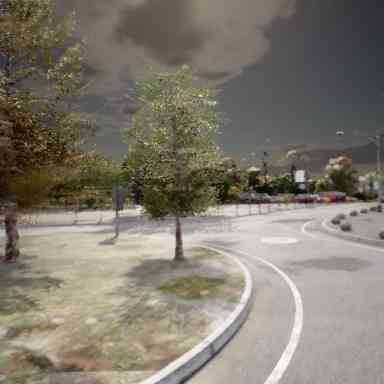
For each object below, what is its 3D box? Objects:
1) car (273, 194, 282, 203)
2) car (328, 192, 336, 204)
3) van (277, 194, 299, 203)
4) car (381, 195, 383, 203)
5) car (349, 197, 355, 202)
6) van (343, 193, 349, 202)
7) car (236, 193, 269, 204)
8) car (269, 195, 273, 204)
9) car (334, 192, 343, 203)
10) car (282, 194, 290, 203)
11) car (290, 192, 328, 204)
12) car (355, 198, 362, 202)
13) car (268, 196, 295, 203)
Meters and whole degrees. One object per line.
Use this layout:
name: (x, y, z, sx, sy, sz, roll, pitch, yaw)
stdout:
car: (14.493, 1.304, 67.378, 5.566, 2.045, 2.435, -2, -1, 40)
car: (20.835, 1.245, 55.948, 5.008, 1.535, 2.097, -2, -1, 40)
van: (21.842, 1.471, 75.795, 4.442, 1.987, 1.878, -2, -2, 41)
car: (32.877, 1.097, 55.387, 2.128, 1.511, 4.902, -2, -2, 41)
car: (28.712, 1.227, 65.195, 4.553, 1.767, 2.185, -2, -2, 41)
van: (26.668, 1.091, 62.949, 4.442, 1.987, 1.878, -2, -2, 41)
car: (10.954, 1.280, 63.218, 5.566, 2.045, 2.435, -2, -1, 40)
car: (12.670, 1.543, 65.261, 4.892, 1.521, 2.231, -2, -1, 40)
car: (22.704, 1.006, 58.191, 5.566, 2.045, 2.435, -2, -2, 41)
car: (18.059, 1.617, 71.849, 5.366, 1.575, 1.946, -2, -2, 41)
car: (18.846, 1.110, 53.655, 4.553, 1.767, 2.185, -2, -1, 40)
car: (30.778, 1.392, 67.263, 5.366, 1.575, 1.946, -2, -2, 41)
car: (19.794, 1.654, 73.866, 5.366, 1.575, 1.946, -2, -2, 41)
